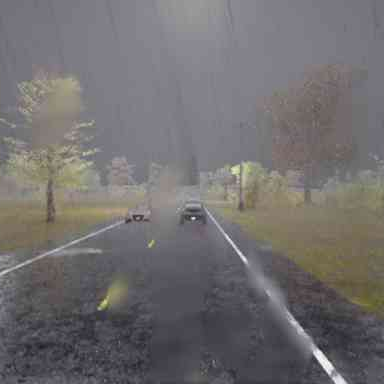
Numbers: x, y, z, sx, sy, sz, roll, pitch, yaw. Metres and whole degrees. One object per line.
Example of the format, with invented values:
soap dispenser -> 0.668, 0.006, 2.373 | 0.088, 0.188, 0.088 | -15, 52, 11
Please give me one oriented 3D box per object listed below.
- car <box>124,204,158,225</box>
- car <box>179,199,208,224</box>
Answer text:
car -> -3.600, 1.558, 24.191 | 1.994, 1.385, 4.181 | 0, 0, 0
car -> 0.098, 1.499, 24.498 | 1.837, 1.490, 4.892 | 0, 0, 0
